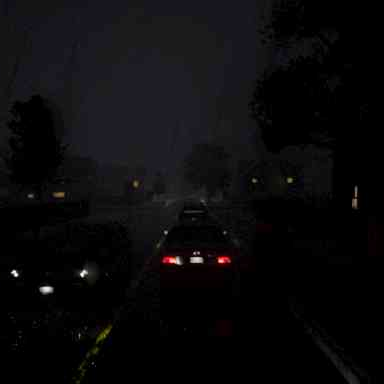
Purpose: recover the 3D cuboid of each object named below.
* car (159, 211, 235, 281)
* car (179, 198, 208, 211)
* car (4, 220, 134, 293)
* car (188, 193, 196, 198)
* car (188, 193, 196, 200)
[{"bbox_3d":[0.102,1.521,9.733,2.033,1.411,5.357,0,0,0],"label":"car"},{"bbox_3d":[0.095,1.435,23.050,2.128,1.511,4.902,0,0,0],"label":"car"},{"bbox_3d":[-2.851,1.522,9.177,2.033,1.411,5.357,0,0,0],"label":"car"},{"bbox_3d":[-0.008,1.524,81.594,1.895,1.301,4.718,0,0,0],"label":"car"},{"bbox_3d":[-0.010,1.193,91.581,2.097,1.767,4.553,0,0,0],"label":"car"}]
